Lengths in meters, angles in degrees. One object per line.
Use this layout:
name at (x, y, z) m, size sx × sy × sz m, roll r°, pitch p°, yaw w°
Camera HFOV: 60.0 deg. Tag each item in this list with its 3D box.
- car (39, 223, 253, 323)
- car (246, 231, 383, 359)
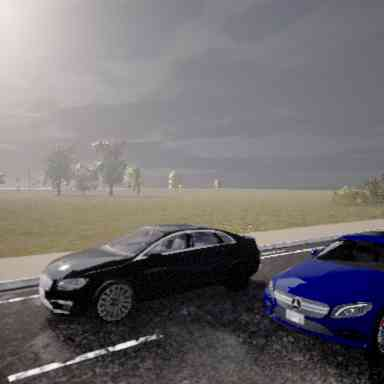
car at (-0.625, 1.479, 7.232) m, size 4.902 × 1.511 × 2.128 m, roll 0°, pitch 0°, yaw -35°
car at (3.353, 1.504, 6.076) m, size 4.674 × 1.442 × 1.812 m, roll 0°, pitch 0°, yaw -36°
